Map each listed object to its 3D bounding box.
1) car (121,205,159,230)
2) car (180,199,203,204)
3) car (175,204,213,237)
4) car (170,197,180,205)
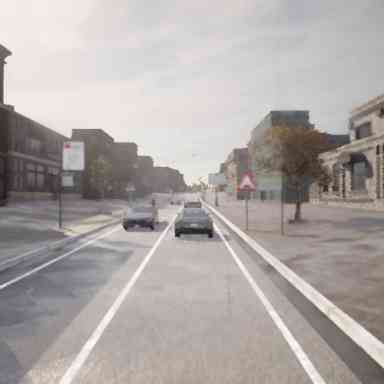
[{"bbox_3d":[-3.099,1.512,21.140,2.033,1.411,5.357,0,1,-1],"label":"car"},{"bbox_3d":[0.097,1.443,35.760,2.128,1.511,4.902,0,0,0],"label":"car"},{"bbox_3d":[0.099,1.547,18.021,1.994,1.385,4.181,0,0,0],"label":"car"},{"bbox_3d":[-3.034,1.715,62.298,2.128,1.511,4.902,0,-1,1],"label":"car"}]
